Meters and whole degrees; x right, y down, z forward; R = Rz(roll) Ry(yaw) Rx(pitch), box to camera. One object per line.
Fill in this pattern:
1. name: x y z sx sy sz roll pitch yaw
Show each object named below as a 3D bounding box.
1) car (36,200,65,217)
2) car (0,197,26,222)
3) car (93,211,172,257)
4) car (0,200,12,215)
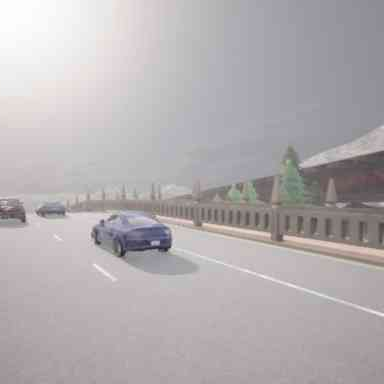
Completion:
1. car: -12.555 1.422 29.430 1.994 1.385 4.181 0 -1 -31
2. car: -13.102 1.145 23.581 2.097 1.767 4.553 0 0 -31
3. car: -2.368 1.452 12.609 1.812 1.442 4.674 0 0 -31
4. car: -21.108 1.771 36.796 1.882 1.535 5.008 0 -4 -31
